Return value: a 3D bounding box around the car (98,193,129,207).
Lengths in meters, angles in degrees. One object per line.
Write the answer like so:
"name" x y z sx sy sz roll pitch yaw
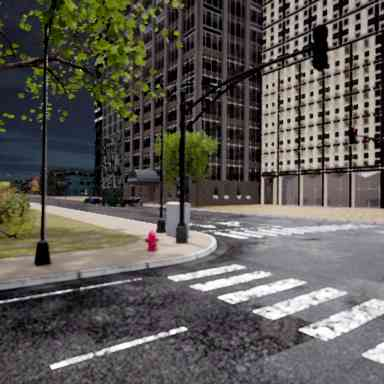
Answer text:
"car" -12.191 1.180 51.335 2.150 2.045 5.566 1 0 -33

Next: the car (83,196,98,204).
"car" -17.951 1.490 59.922 2.033 1.411 5.357 1 0 -34

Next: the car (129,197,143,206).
"car" -9.461 1.498 53.064 2.128 1.511 4.902 1 0 -34
